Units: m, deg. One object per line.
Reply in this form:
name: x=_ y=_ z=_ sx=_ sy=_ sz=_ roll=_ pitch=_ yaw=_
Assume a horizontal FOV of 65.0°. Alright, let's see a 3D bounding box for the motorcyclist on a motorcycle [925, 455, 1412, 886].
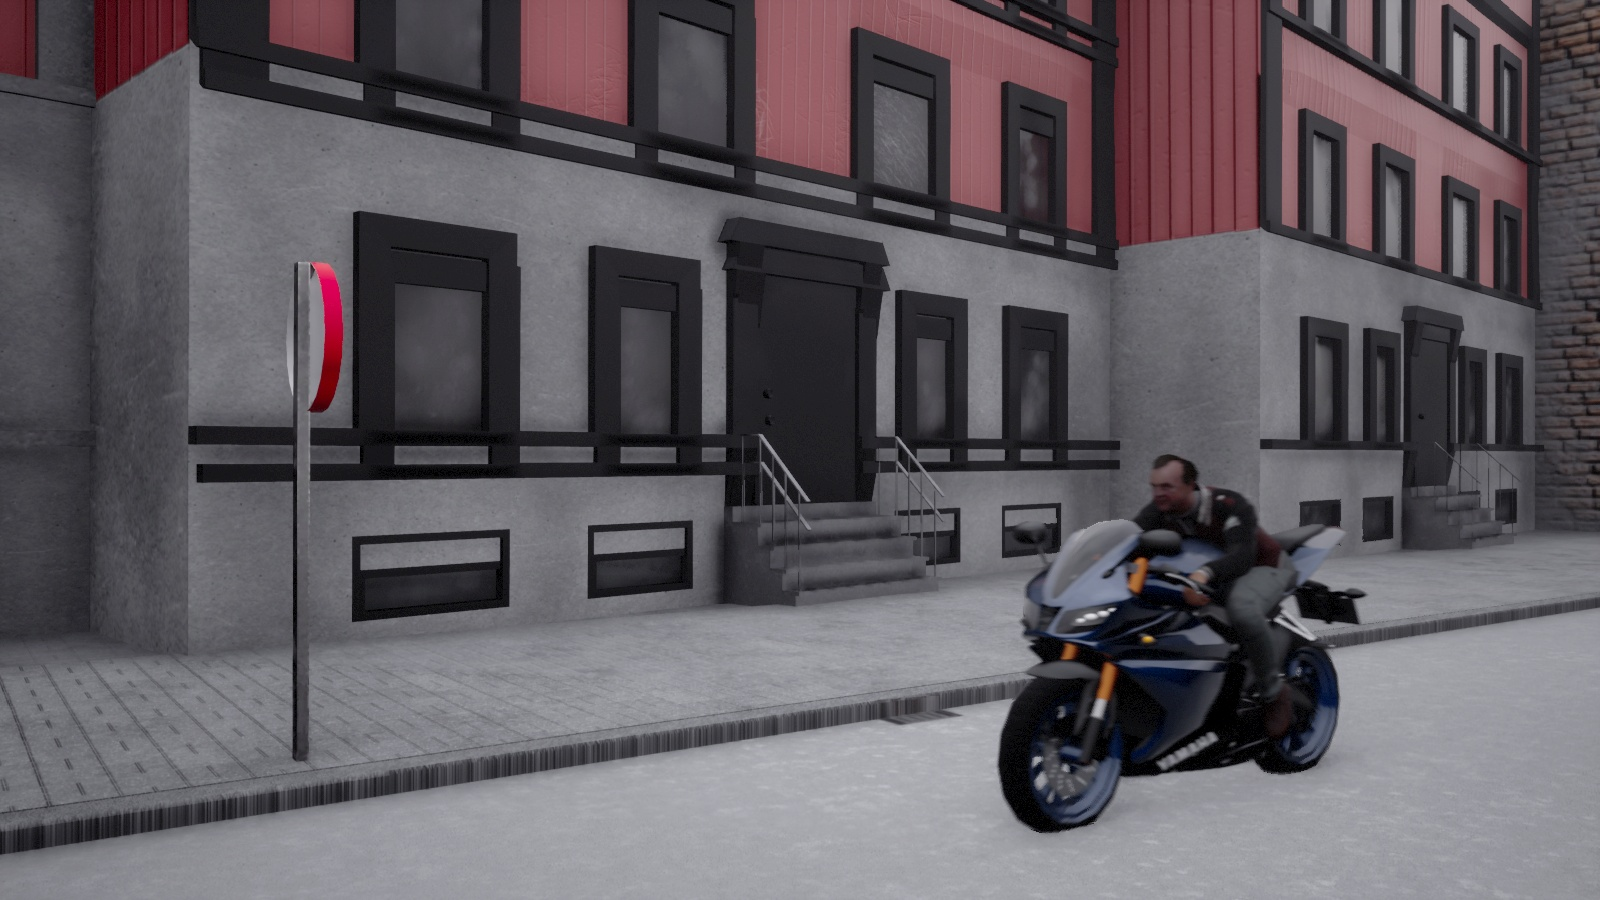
motorcyclist on a motorcycle: x=1.660 y=0.790 z=5.469 sx=2.191 sy=1.530 sz=0.866 roll=0 pitch=0 yaw=-36
